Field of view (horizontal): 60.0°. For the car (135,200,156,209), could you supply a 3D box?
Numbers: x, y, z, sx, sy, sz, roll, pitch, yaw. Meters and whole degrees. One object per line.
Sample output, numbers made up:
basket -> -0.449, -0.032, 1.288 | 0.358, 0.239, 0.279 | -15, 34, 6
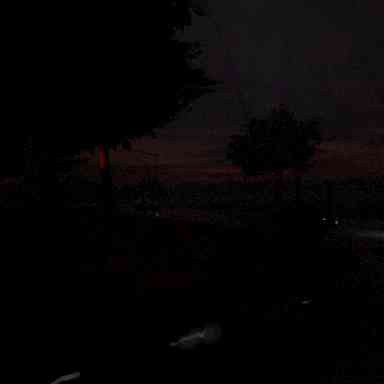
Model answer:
car -> -7.886, 2.054, 56.180 | 1.895, 1.301, 4.718 | -3, 0, -29

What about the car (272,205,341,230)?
car -> 7.693, 1.651, 22.816 | 2.128, 1.511, 4.902 | -3, 1, -33

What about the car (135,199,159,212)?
car -> -6.264, 1.789, 45.743 | 2.097, 1.767, 4.553 | -3, 0, -30
